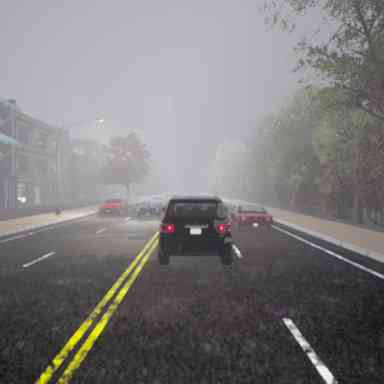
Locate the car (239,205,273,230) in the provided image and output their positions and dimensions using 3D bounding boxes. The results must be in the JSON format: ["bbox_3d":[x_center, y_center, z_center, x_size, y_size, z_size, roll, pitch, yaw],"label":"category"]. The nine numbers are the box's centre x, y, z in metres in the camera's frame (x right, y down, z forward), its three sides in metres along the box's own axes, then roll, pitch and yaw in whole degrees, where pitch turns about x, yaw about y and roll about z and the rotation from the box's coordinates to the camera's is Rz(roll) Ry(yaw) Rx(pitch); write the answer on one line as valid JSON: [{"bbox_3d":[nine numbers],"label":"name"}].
[{"bbox_3d":[3.353,1.419,19.706,1.895,1.301,4.718,0,1,0],"label":"car"}]

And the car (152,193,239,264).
[{"bbox_3d":[0.102,1.115,11.516,2.150,2.045,5.566,0,1,0],"label":"car"}]

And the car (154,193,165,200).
[{"bbox_3d":[-6.729,0.925,69.420,1.895,1.301,4.718,0,1,-1],"label":"car"}]

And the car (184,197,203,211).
[{"bbox_3d":[0.104,1.274,35.616,1.895,1.301,4.718,0,1,0],"label":"car"}]

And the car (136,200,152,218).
[{"bbox_3d":[-3.345,1.351,27.271,1.895,1.301,4.718,0,1,0],"label":"car"}]

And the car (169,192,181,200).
[{"bbox_3d":[-3.455,0.880,67.825,2.128,1.511,4.902,0,1,-1],"label":"car"}]

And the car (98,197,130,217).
[{"bbox_3d":[-6.592,1.216,28.539,1.882,1.535,5.008,0,1,0],"label":"car"}]
